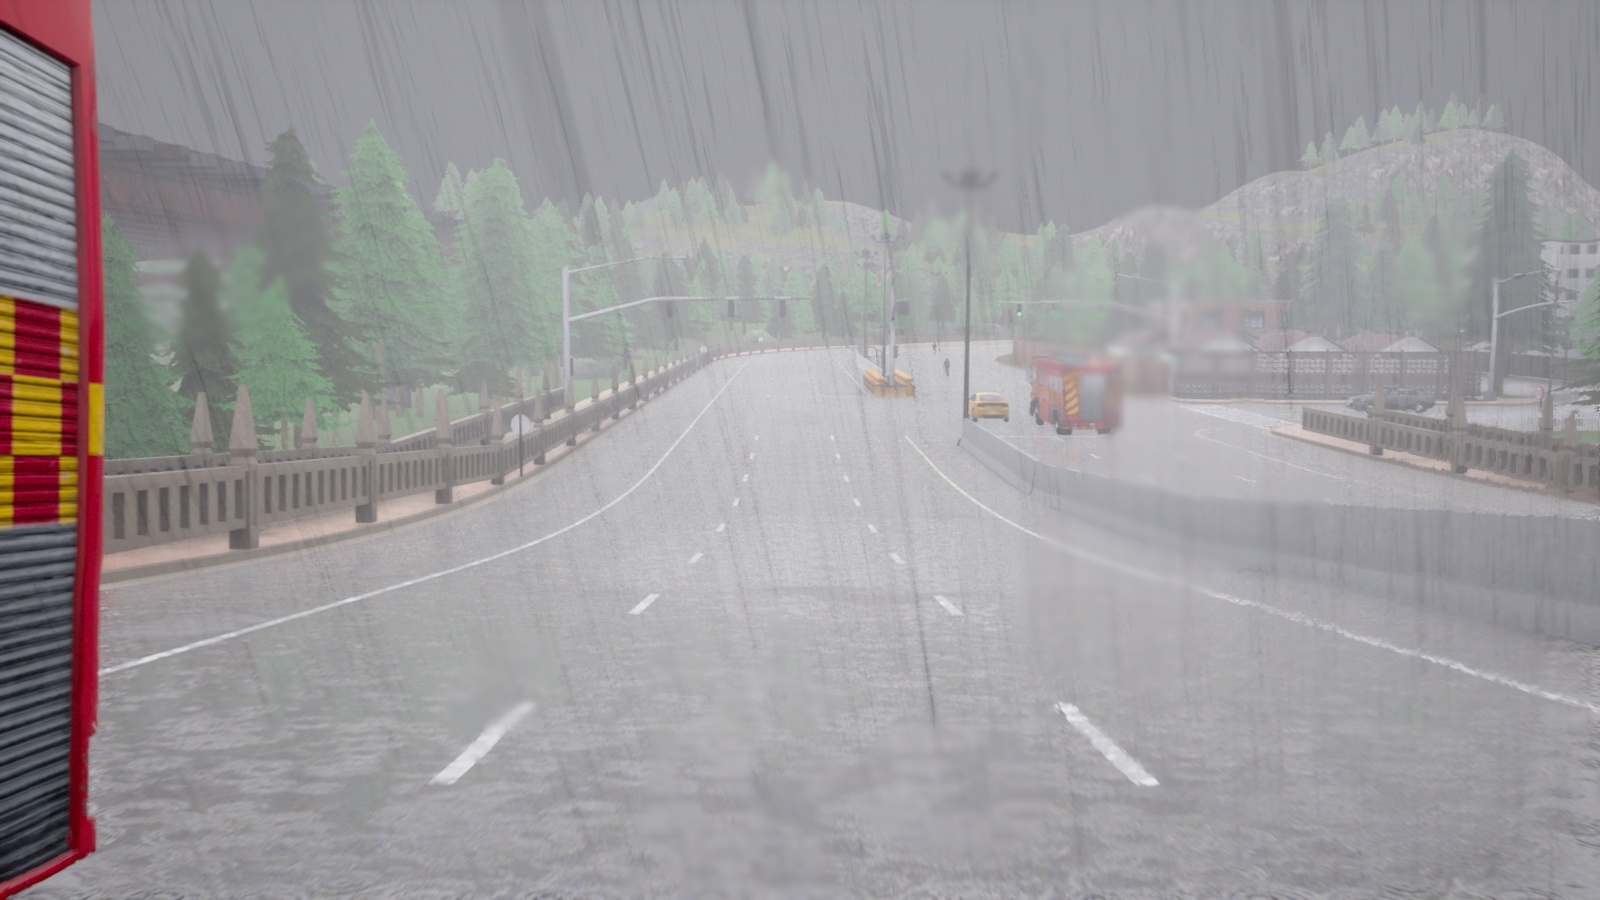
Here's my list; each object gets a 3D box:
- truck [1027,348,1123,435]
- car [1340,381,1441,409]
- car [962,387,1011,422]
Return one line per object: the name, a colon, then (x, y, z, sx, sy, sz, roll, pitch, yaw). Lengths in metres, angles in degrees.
truck: (13.693, -3.078, 63.320, 2.891, 3.827, 8.468, 0, 6, 0)
car: (34.932, -3.256, 74.403, 4.902, 1.511, 2.128, 0, 6, 1)
car: (10.152, -2.521, 68.782, 1.882, 1.535, 5.008, 0, 6, 0)
